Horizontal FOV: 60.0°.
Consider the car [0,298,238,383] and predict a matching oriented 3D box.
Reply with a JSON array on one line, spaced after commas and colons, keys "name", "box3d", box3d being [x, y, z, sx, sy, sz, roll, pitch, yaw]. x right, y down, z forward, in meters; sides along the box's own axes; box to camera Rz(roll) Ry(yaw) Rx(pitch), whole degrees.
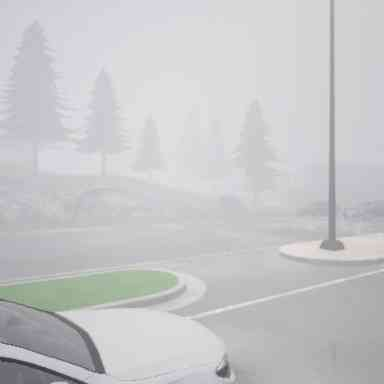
[{"name": "car", "box3d": [-1.751, 1.525, 2.324, 4.674, 1.442, 1.812, 0, 0, -36]}]

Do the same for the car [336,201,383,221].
[{"name": "car", "box3d": [14.180, 1.469, 26.872, 4.902, 1.511, 2.128, 0, 0, -33]}]

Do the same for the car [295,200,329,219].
[{"name": "car", "box3d": [11.078, 1.482, 29.042, 4.892, 1.490, 1.837, 0, 0, -33]}]
